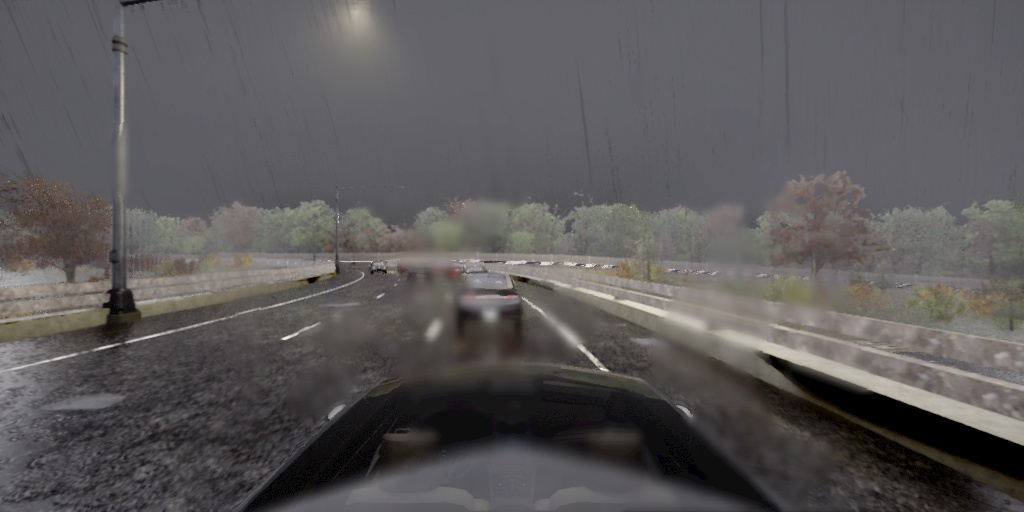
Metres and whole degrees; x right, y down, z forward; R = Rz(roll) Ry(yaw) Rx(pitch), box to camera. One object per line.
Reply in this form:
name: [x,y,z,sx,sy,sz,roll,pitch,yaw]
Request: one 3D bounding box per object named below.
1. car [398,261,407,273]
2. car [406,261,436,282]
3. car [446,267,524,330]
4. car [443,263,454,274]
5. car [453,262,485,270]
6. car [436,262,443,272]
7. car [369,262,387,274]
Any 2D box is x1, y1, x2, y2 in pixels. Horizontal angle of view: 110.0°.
car: [-13.400,1.368,45.788,1.882,1.535,5.008,0,0,-24]
car: [-7.771,1.346,30.428,1.837,1.490,4.892,0,0,-15]
car: [-0.735,1.270,11.310,2.128,1.511,4.902,0,0,-5]
car: [-4.991,1.325,33.375,1.882,1.535,5.008,0,0,-16]
car: [-2.443,1.305,22.861,2.128,1.511,4.902,0,0,-11]
car: [-9.703,1.452,46.049,1.994,1.385,4.181,0,0,-24]
car: [-16.739,1.438,44.737,2.033,1.411,5.357,0,0,-24]
